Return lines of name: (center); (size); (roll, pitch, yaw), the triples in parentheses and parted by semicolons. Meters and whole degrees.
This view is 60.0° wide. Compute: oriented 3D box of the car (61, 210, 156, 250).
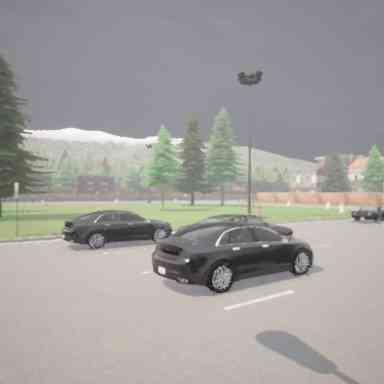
car: (-3.123, 1.547, 14.633); (4.892, 1.490, 1.837); (0, 0, -35)

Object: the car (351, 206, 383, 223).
car: (15.313, 1.805, 27.616); (4.718, 1.301, 1.895); (1, 0, -35)

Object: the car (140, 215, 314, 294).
car: (1.290, 1.549, 8.964); (4.892, 1.490, 1.837); (1, 0, -35)

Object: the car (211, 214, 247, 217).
car: (1.897, 1.615, 13.696); (5.357, 1.411, 2.033); (1, 0, -35)
